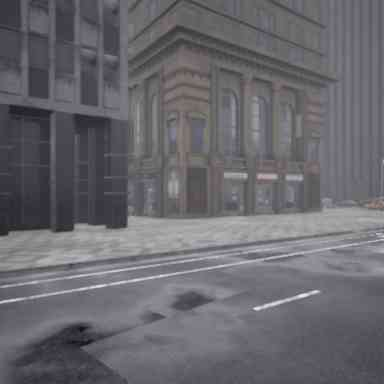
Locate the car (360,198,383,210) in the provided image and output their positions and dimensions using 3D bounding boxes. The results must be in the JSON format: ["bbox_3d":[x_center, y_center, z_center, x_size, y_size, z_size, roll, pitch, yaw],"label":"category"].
[{"bbox_3d":[27.838,2.046,48.718,1.752,1.417,4.829,-1,0,-35],"label":"car"}]

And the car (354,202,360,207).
[{"bbox_3d":[31.754,1.905,57.937,2.192,1.841,5.009,-1,0,-35],"label":"car"}]

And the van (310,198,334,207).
[{"bbox_3d":[25.873,2.068,66.239,1.690,1.788,3.998,-1,0,-35],"label":"van"}]

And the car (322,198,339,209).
[{"bbox_3d":[22.082,2.206,56.824,2.008,1.369,4.403,-1,0,-35],"label":"car"}]

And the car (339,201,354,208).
[{"bbox_3d":[28.818,2.241,62.087,1.802,1.307,4.206,-1,0,-35],"label":"car"}]
